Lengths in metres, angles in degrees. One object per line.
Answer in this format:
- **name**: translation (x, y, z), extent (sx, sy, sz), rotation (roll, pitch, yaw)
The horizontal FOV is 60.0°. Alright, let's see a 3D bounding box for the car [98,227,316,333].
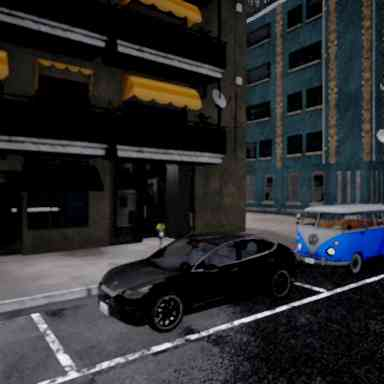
- **car**: translation (0.317, 1.537, 6.776), extent (4.313, 1.339, 1.947), rotation (-1, 1, -35)

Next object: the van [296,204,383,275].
- **van**: translation (4.814, 1.273, 9.981), extent (3.998, 1.788, 1.690), rotation (0, 1, -35)
